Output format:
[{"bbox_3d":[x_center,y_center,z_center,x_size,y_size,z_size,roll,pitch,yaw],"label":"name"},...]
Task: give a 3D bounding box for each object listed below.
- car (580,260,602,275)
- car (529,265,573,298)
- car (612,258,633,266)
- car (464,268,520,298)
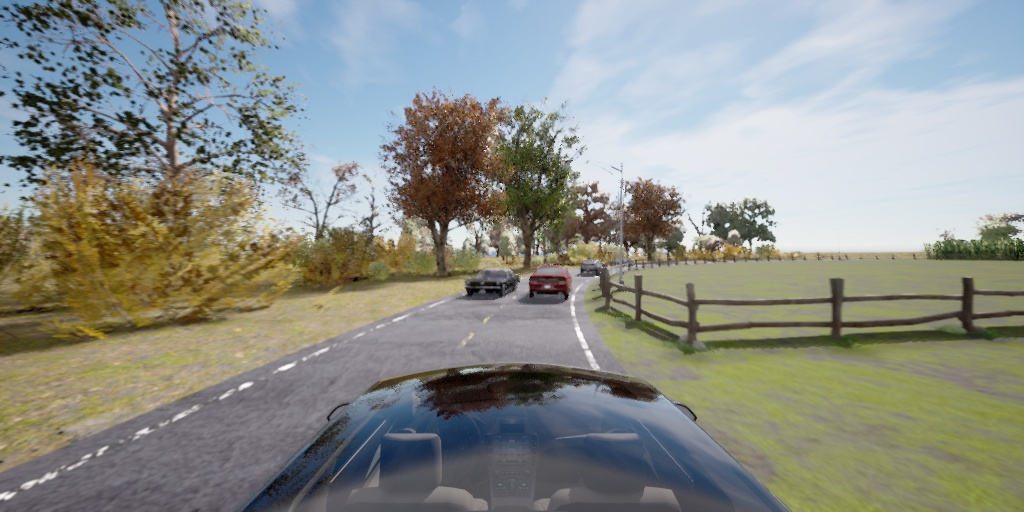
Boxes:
[{"bbox_3d":[8.418,1.107,37.168,2.128,1.511,4.902,1,1,25],"label":"car"},{"bbox_3d":[2.092,1.226,18.560,1.882,1.535,5.008,0,0,12],"label":"car"},{"bbox_3d":[17.477,0.975,56.867,2.033,1.411,5.357,1,1,40],"label":"car"},{"bbox_3d":[-0.923,1.325,18.713,1.895,1.301,4.718,0,0,12],"label":"car"}]
